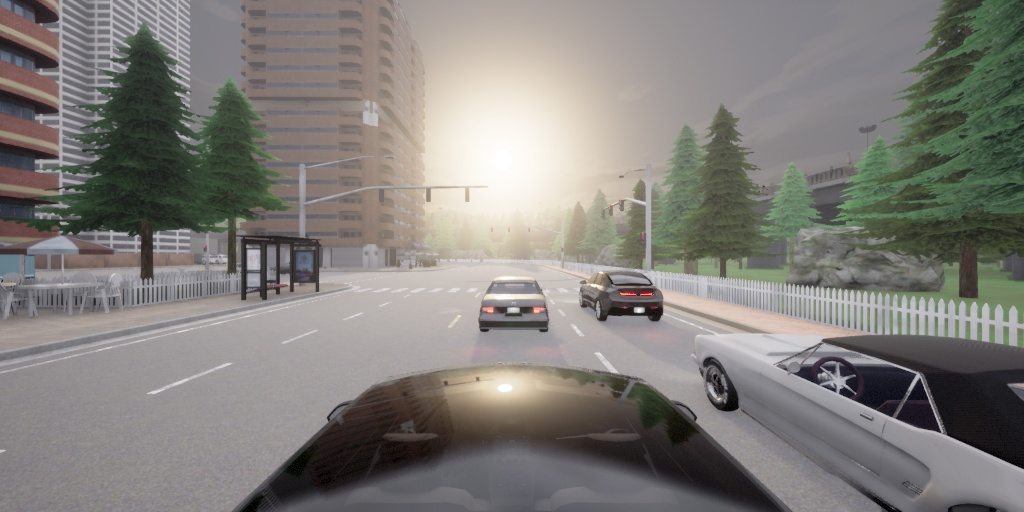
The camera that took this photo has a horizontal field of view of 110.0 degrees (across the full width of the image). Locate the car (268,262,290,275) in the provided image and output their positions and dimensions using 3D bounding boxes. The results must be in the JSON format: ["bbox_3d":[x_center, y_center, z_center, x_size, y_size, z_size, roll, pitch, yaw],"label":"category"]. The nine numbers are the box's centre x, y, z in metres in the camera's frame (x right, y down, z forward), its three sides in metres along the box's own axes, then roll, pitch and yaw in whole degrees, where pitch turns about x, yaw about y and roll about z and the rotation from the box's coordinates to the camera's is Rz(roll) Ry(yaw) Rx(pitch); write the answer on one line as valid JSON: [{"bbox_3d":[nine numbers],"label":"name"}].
[{"bbox_3d":[-23.136,1.331,37.782,4.674,1.442,1.812,0,0,0],"label":"car"}]

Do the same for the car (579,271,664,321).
[{"bbox_3d":[3.564,1.255,12.396,1.837,1.490,4.892,0,0,1],"label":"car"}]

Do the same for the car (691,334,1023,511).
[{"bbox_3d":[3.514,1.351,3.133,1.895,1.301,4.718,0,0,1],"label":"car"}]

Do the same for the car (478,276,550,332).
[{"bbox_3d":[0.077,1.297,10.807,2.033,1.411,5.357,0,0,1],"label":"car"}]
